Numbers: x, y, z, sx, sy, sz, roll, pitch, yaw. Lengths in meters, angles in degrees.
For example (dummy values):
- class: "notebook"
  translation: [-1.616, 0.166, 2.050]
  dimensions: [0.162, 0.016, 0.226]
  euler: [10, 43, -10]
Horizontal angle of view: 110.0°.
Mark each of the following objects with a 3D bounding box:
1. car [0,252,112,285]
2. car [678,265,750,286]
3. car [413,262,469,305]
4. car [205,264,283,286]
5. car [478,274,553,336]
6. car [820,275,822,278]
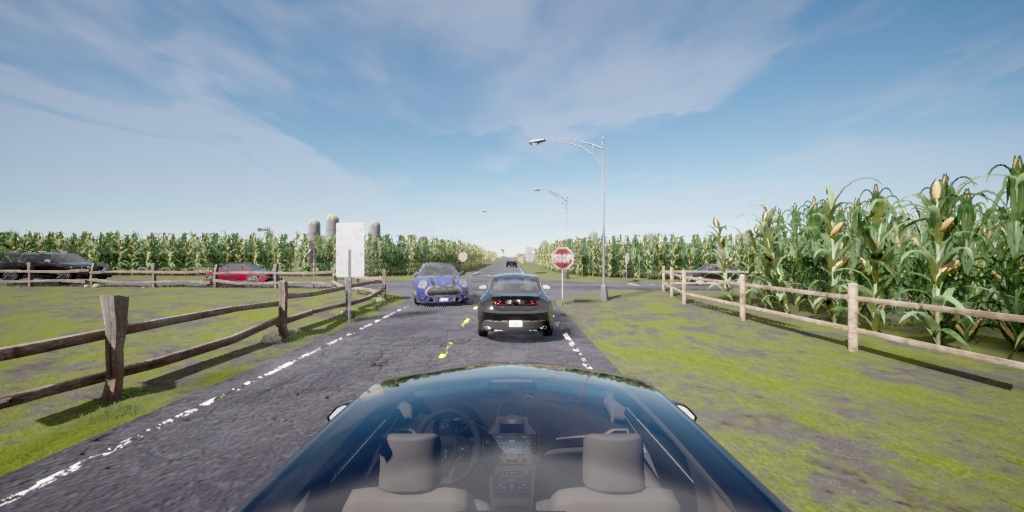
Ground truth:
- class: "car"
  translation: [-29.911, 0.795, 23.551]
  dimensions: [5.566, 2.045, 2.150]
  euler: [0, -1, -1]
- class: "car"
  translation: [14.727, 1.374, 26.173]
  dimensions: [4.892, 1.490, 1.837]
  euler: [0, -1, 0]
- class: "car"
  translation: [-3.263, 1.103, 16.010]
  dimensions: [2.097, 1.767, 4.553]
  euler: [0, 0, -17]
- class: "car"
  translation: [-17.452, 1.204, 23.461]
  dimensions: [4.181, 1.385, 1.994]
  euler: [0, -1, 0]
- class: "car"
  translation: [0.078, 1.255, 10.369]
  dimensions: [1.837, 1.490, 4.892]
  euler: [0, 0, 0]
- class: "car"
  translation: [25.000, 1.431, 26.099]
  dimensions: [4.902, 1.511, 2.128]
  euler: [0, -1, 0]
